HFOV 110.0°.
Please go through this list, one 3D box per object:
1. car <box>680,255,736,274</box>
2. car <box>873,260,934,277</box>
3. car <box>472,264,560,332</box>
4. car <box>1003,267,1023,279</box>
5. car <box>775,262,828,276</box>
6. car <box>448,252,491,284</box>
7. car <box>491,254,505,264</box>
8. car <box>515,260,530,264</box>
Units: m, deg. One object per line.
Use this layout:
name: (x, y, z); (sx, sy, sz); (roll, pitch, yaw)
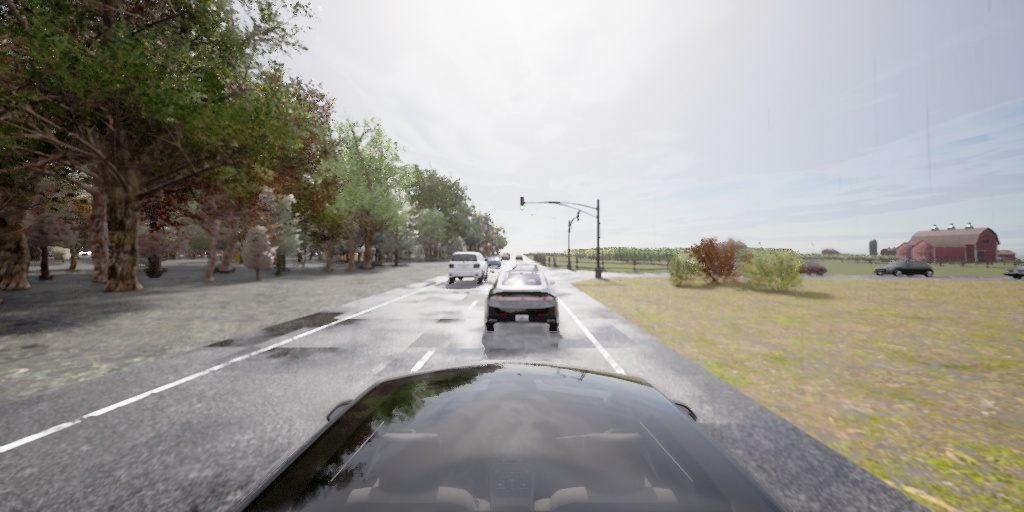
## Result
car: (20.399, 0.895, 37.549); (5.566, 2.045, 2.150); (1, 0, 1)
car: (40.316, 1.243, 37.034); (4.553, 1.767, 2.097); (1, 0, 2)
car: (0.275, 1.160, 10.501); (2.128, 1.511, 4.902); (0, 1, 1)
car: (49.247, 1.510, 33.206); (5.357, 1.411, 2.033); (1, 0, 2)
car: (30.080, 1.305, 37.301); (4.674, 1.442, 1.812); (1, 0, 1)
car: (-2.929, 0.757, 24.775); (2.150, 2.045, 5.566); (0, 1, 1)
car: (-2.406, 0.843, 49.821); (2.033, 1.411, 5.357); (0, 1, 1)
car: (1.080, 1.142, 23.967); (1.895, 1.301, 4.718); (0, 1, 10)
